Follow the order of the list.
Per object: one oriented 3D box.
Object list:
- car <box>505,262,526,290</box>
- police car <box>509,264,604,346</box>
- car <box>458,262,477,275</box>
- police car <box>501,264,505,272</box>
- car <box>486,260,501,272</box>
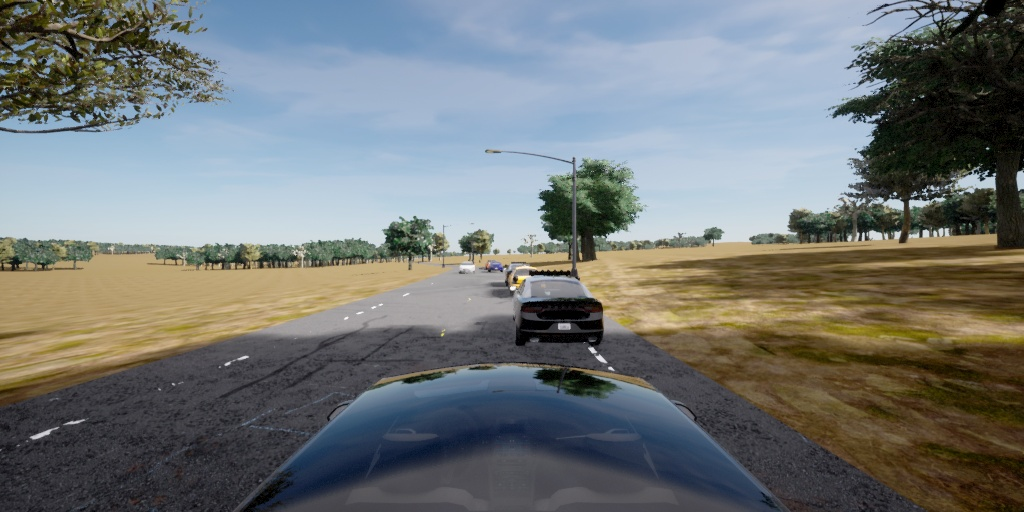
[{"bbox_3d":[0.718,1.241,19.773,1.801,1.575,5.366,0,0,-2],"label":"car"},{"bbox_3d":[0.990,1.188,9.638,1.930,1.638,5.238,0,0,-1],"label":"police car"},{"bbox_3d":[-5.263,1.395,42.312,1.812,1.442,4.674,0,0,-5],"label":"car"},{"bbox_3d":[0.460,1.223,25.722,1.930,1.638,5.238,0,0,-3],"label":"police car"},{"bbox_3d":[-2.215,1.451,48.310,1.812,1.442,4.674,0,-1,-5],"label":"car"}]
